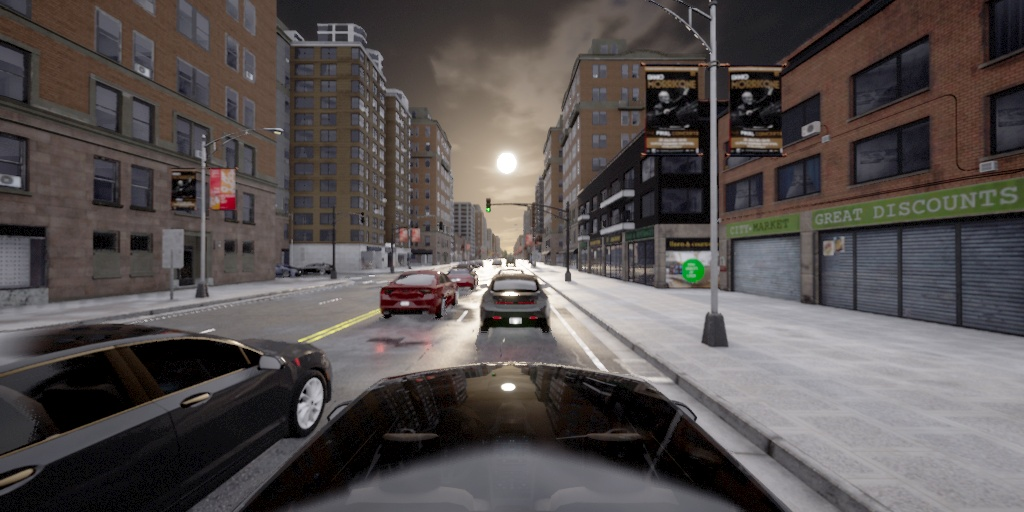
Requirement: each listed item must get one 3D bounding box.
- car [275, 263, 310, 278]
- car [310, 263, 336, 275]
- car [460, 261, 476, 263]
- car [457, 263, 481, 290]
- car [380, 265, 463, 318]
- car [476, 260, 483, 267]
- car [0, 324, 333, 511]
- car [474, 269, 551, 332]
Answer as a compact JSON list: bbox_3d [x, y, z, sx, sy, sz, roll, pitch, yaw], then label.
[{"bbox_3d":[-22.740,1.407,35.110,4.181,1.385,1.994,0,0,0],"label":"car"},{"bbox_3d":[-22.272,1.453,40.588,4.313,1.339,1.948,0,0,0],"label":"car"},{"bbox_3d":[-6.756,1.451,51.346,2.033,1.411,5.357,0,0,0],"label":"car"},{"bbox_3d":[-3.293,1.377,23.305,1.994,1.385,4.181,0,0,-2],"label":"car"},{"bbox_3d":[-3.186,1.260,13.131,1.882,1.535,5.008,0,0,0],"label":"car"},{"bbox_3d":[-6.765,1.487,61.879,2.033,1.411,5.357,0,0,0],"label":"car"},{"bbox_3d":[-3.152,1.257,2.545,1.837,1.490,4.892,0,0,0],"label":"car"},{"bbox_3d":[0.071,1.282,10.933,1.837,1.490,4.892,0,0,0],"label":"car"}]
